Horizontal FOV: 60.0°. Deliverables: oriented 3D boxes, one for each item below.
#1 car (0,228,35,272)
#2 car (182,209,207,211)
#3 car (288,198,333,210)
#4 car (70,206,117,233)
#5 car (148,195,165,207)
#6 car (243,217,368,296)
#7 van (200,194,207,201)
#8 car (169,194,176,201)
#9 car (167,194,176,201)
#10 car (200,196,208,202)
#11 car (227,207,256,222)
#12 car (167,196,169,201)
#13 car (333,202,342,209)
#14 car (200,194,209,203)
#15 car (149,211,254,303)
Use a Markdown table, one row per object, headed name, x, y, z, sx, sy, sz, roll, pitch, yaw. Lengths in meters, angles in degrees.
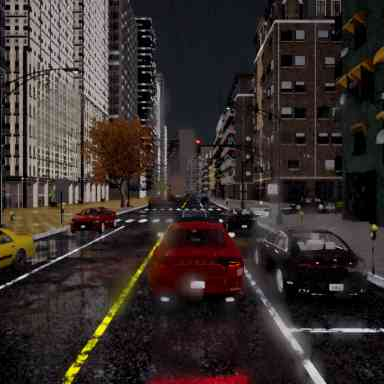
| name | x | y | z | sx | sy | sz | roll | pitch | yaw |
| --- | --- | --- | --- | --- | --- | --- | --- | --- | --- |
| car | -5.673 | 1.526 | 8.251 | 1.752 | 1.417 | 4.829 | 0 | 0 | 0 |
| car | 0.126 | 1.605 | 18.401 | 1.895 | 1.301 | 4.718 | 0 | 0 | 0 |
| car | 13.508 | 1.359 | 38.852 | 4.403 | 1.369 | 2.008 | -1 | 1 | 0 |
| car | -5.650 | 1.549 | 19.487 | 1.887 | 1.381 | 4.507 | 0 | 0 | 0 |
| car | -5.582 | 1.349 | 51.875 | 2.192 | 1.841 | 5.009 | 0 | 0 | 0 |
| car | 2.707 | 1.551 | 8.403 | 2.008 | 1.369 | 4.403 | 0 | 0 | 0 |
| van | 2.869 | 1.424 | 84.995 | 1.690 | 1.788 | 3.998 | 0 | 0 | 0 |
| car | -5.512 | 1.649 | 85.012 | 1.947 | 1.339 | 4.313 | 0 | 0 | 0 |
| car | -5.501 | 1.409 | 90.535 | 2.192 | 1.841 | 5.009 | 0 | 0 | 0 |
| car | 2.858 | 1.598 | 79.641 | 1.752 | 1.417 | 4.829 | 0 | 0 | 0 |
| car | 2.730 | 1.555 | 19.469 | 2.008 | 1.369 | 4.403 | 0 | 0 | 0 |
| car | -5.570 | 1.607 | 57.398 | 1.947 | 1.339 | 4.313 | 0 | 0 | 0 |
| car | 18.905 | 1.259 | 38.895 | 4.829 | 1.417 | 1.752 | -1 | 1 | 0 |
| car | 2.846 | 1.629 | 73.948 | 1.947 | 1.339 | 4.313 | 0 | 0 | 0 |
| car | 0.109 | 1.478 | 8.310 | 1.882 | 1.535 | 5.008 | 0 | 0 | 0 |
